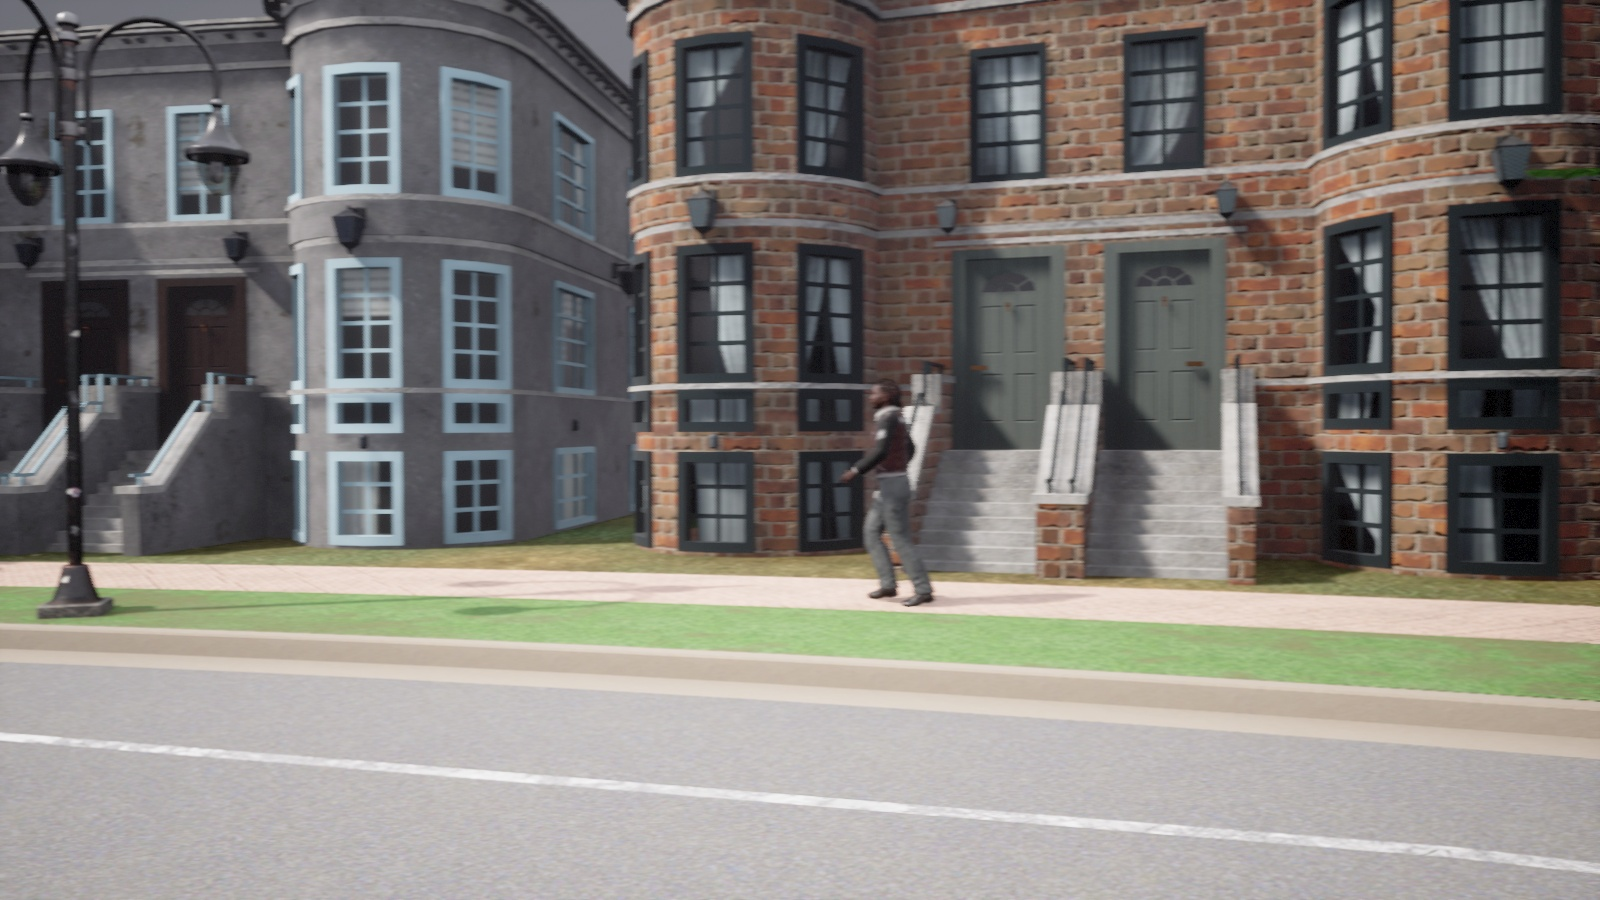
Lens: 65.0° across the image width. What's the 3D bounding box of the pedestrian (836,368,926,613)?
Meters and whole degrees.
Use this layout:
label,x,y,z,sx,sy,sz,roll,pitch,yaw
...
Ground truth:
label,x,y,z,sx,sy,sz,roll,pitch,yaw
pedestrian,0.661,0.317,10.157,0.666,1.930,0.402,0,1,11
